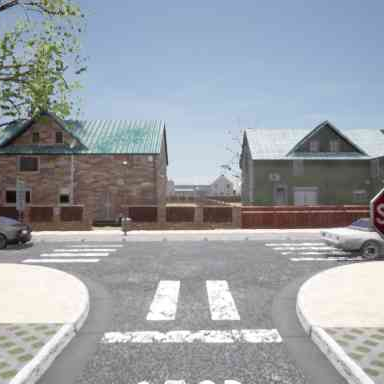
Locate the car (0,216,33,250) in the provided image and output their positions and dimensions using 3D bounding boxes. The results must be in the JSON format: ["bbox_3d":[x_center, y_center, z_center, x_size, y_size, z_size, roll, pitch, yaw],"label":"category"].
[{"bbox_3d":[-9.305,1.739,14.587,4.181,1.385,1.994,-1,-1,1],"label":"car"}]

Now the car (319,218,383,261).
[{"bbox_3d":[7.057,1.546,11.438,4.718,1.301,1.895,0,-1,1],"label":"car"}]
